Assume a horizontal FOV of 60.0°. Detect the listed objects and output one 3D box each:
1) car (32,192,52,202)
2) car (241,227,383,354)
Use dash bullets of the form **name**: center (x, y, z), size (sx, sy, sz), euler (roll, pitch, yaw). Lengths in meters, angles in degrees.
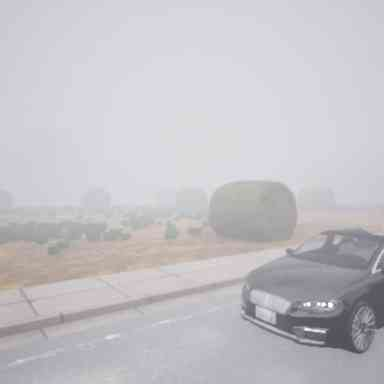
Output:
- **car**: center (-27.476, 1.090, 61.270), size (1.905, 1.878, 3.866), euler (6, 3, 8)
- **car**: center (3.044, 1.463, 6.136), size (4.902, 1.511, 2.128), euler (-1, 0, -35)
